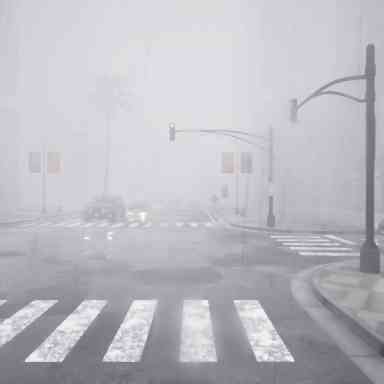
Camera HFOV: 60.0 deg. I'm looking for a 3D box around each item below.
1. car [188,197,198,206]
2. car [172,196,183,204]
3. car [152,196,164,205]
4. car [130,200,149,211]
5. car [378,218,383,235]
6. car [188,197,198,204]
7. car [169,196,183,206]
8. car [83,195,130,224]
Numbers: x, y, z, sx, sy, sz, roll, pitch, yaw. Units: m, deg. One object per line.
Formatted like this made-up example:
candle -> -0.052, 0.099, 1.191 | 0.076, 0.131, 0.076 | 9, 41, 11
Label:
car -> 0.198, 1.791, 59.822 | 1.895, 1.301, 4.718 | 0, 0, 1
car -> -3.016, 1.641, 70.631 | 2.097, 1.767, 4.553 | 0, -1, 0
car -> -6.372, 1.705, 62.443 | 2.128, 1.511, 4.902 | 0, -1, 1
car -> -6.498, 1.663, 41.151 | 1.895, 1.301, 4.718 | 0, 0, 0
car -> 11.613, 1.415, 16.127 | 4.553, 1.767, 2.097 | 0, 0, 1
car -> 0.172, 1.705, 69.827 | 2.033, 1.411, 5.357 | 0, -1, 0
car -> -2.998, 1.723, 58.234 | 2.033, 1.411, 5.357 | 0, -1, -1
car -> -6.544, 1.231, 25.545 | 2.150, 2.045, 5.566 | 0, 0, 0
